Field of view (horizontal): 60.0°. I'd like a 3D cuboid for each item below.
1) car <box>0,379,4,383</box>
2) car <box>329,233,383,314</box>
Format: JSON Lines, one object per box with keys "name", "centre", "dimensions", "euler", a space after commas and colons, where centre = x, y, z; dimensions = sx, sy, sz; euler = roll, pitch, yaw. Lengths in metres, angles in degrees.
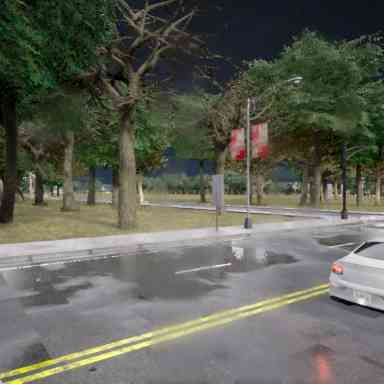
{"name": "car", "centre": [-3.247, 1.526, 1.134], "dimensions": [4.674, 1.442, 1.812], "euler": [0, 0, -35]}
{"name": "car", "centre": [4.643, 1.526, 6.732], "dimensions": [4.674, 1.442, 1.812], "euler": [0, 0, -35]}
